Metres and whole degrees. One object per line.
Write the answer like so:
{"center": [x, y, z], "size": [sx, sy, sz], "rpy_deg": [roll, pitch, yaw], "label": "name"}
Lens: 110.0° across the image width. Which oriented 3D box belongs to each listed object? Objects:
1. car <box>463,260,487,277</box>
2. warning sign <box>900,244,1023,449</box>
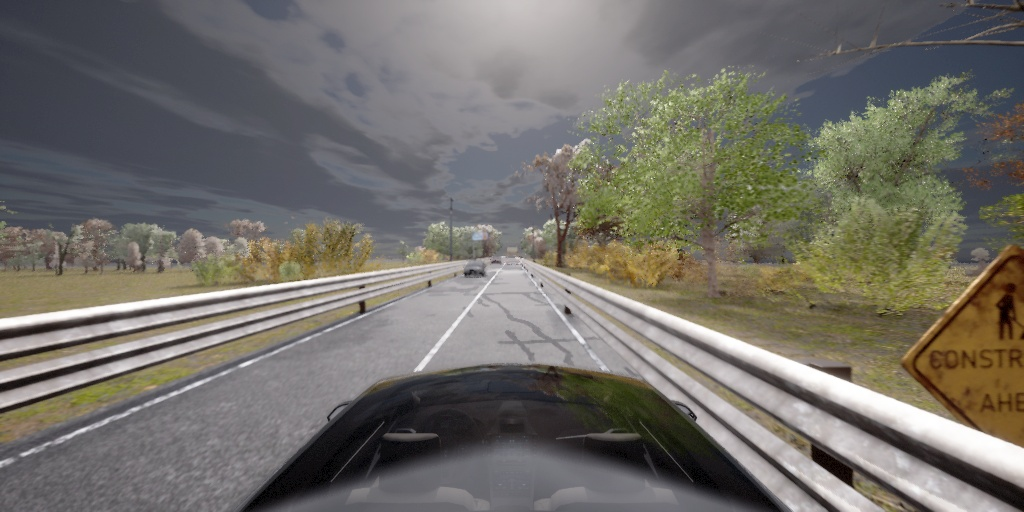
{"center": [-3.351, 1.144, 33.292], "size": [1.837, 1.490, 4.892], "rpy_deg": [0, 0, 0], "label": "car"}
{"center": [2.850, 0.864, 2.019], "size": [1.300, 1.860, 1.060], "rpy_deg": [0, 0, 0], "label": "warning sign"}
